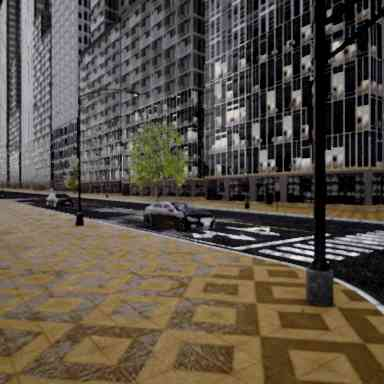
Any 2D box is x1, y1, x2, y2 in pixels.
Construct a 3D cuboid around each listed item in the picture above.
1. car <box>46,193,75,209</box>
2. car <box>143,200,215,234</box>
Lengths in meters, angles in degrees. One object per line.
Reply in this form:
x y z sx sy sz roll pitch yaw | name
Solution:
-13.475 0.864 33.978 1.837 1.490 4.892 0 1 -38 | car
-0.784 1.226 17.781 2.128 1.511 4.902 0 1 -38 | car
